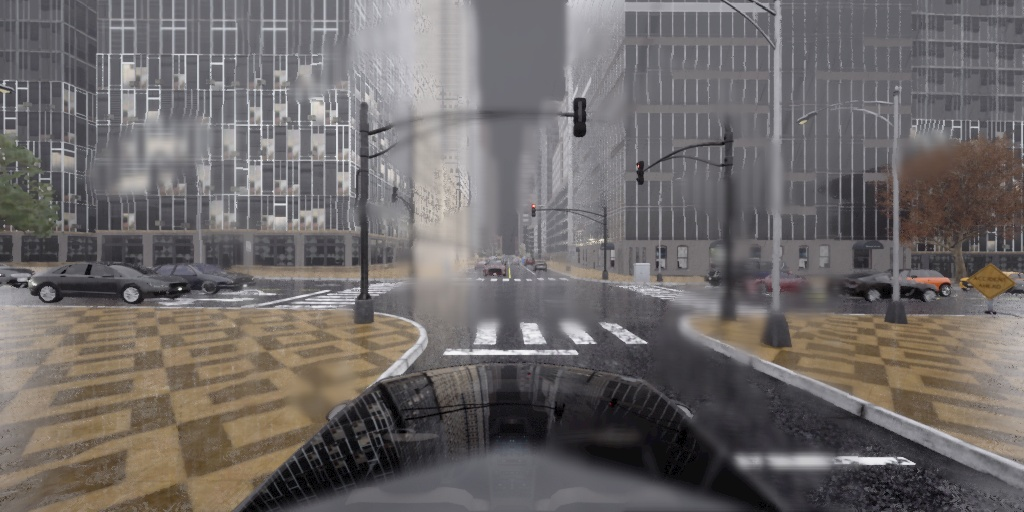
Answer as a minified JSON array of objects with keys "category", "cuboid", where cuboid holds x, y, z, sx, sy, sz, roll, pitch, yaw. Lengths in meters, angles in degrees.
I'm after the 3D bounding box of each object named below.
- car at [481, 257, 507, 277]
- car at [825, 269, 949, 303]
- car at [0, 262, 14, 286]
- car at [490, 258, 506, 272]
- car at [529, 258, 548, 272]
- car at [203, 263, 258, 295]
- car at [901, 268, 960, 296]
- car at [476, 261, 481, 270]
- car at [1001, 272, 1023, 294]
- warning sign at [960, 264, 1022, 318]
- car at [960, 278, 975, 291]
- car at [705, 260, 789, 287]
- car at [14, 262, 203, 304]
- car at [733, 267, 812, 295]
[{"category":"car","cuboid":[-1.664,1.120,36.188,2.097,1.767,4.553,0,0,-2]},{"category":"car","cuboid":[19.518,1.606,19.000,5.008,1.535,1.882,1,0,-3]},{"category":"car","cuboid":[-25.374,0.802,16.683,4.902,1.511,2.128,1,0,-3]},{"category":"car","cuboid":[-1.815,1.114,48.204,2.097,1.767,4.553,0,0,-1]},{"category":"car","cuboid":[3.663,1.329,46.623,1.948,1.339,4.313,0,0,-1]},{"category":"car","cuboid":[-15.440,1.040,17.233,5.357,1.411,2.033,1,0,0]},{"category":"car","cuboid":[24.781,1.574,22.757,4.553,1.767,2.097,1,0,-3]},{"category":"car","cuboid":[-4.322,1.342,52.068,1.802,1.307,4.207,0,0,-1]},{"category":"car","cuboid":[33.779,1.948,23.221,4.181,1.385,1.994,1,0,-2]},{"category":"warning sign","cuboid":[17.213,1.204,12.901,1.060,1.860,1.300,0,0,-3]},{"category":"car","cuboid":[36.318,1.906,26.608,5.008,1.535,1.882,1,0,-3]},{"category":"car","cuboid":[16.900,1.303,25.601,5.566,2.045,2.150,1,0,-3]},{"category":"car","cuboid":[-15.427,0.998,13.945,4.892,1.490,1.837,1,0,-3]},{"category":"car","cuboid":[16.087,1.631,22.304,4.181,1.385,1.994,1,0,-3]}]
